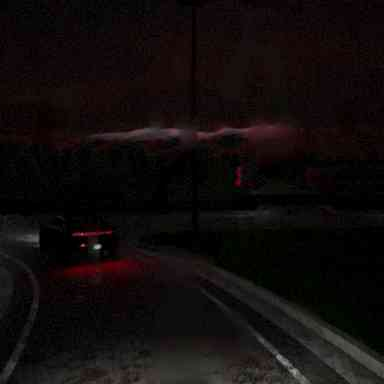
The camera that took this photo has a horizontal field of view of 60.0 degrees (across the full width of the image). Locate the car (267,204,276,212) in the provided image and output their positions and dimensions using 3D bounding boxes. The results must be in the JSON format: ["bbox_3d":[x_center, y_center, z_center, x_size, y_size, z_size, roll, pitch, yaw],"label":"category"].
[{"bbox_3d":[11.109,1.550,36.828,5.357,1.411,2.033,0,0,-8],"label":"car"}]

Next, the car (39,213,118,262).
[{"bbox_3d":[-4.396,1.553,12.541,2.128,1.511,4.902,0,0,-35],"label":"car"}]

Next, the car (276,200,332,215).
[{"bbox_3d":[11.333,1.593,33.325,4.718,1.301,1.895,0,0,-8],"label":"car"}]
